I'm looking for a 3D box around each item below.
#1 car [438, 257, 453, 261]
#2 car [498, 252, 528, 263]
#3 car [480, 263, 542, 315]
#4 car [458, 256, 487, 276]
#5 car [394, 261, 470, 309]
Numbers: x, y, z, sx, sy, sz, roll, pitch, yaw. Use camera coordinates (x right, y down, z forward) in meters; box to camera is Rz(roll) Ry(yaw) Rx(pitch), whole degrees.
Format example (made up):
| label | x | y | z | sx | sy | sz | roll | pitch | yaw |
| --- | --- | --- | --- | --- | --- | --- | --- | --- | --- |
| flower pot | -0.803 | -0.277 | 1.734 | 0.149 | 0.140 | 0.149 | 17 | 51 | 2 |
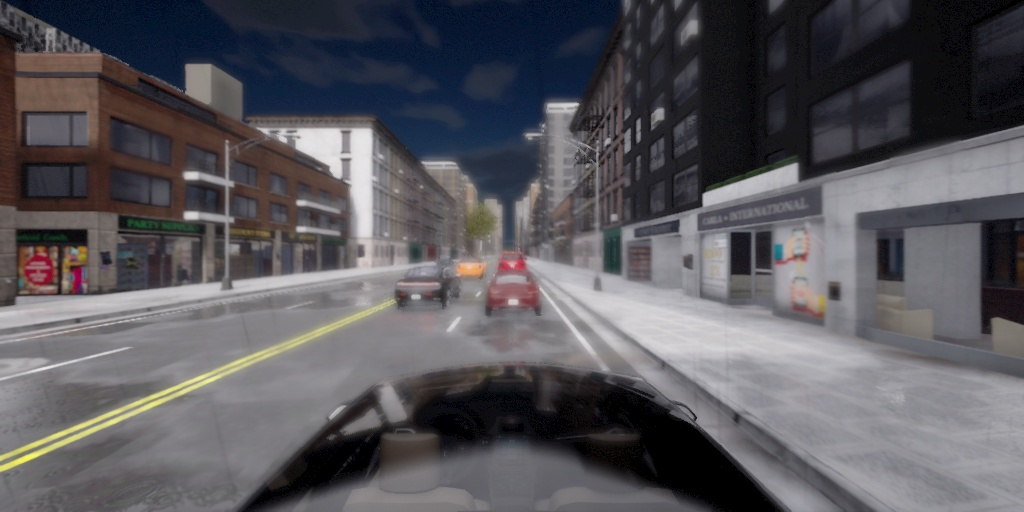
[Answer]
| label | x | y | z | sx | sy | sz | roll | pitch | yaw |
| --- | --- | --- | --- | --- | --- | --- | --- | --- | --- |
| car | -9.841 | 0.875 | 53.017 | 1.994 | 1.385 | 4.181 | 0 | 0 | 0 |
| car | 0.057 | 0.736 | 28.512 | 2.150 | 2.045 | 5.566 | 0 | 1 | 0 |
| car | 0.057 | 1.174 | 12.928 | 1.812 | 1.442 | 4.674 | 0 | 1 | 0 |
| car | -3.191 | 0.857 | 29.163 | 2.097 | 1.767 | 4.553 | 0 | 0 | 0 |
| car | -3.184 | 1.128 | 14.363 | 2.128 | 1.511 | 4.902 | 0 | 1 | 0 |
